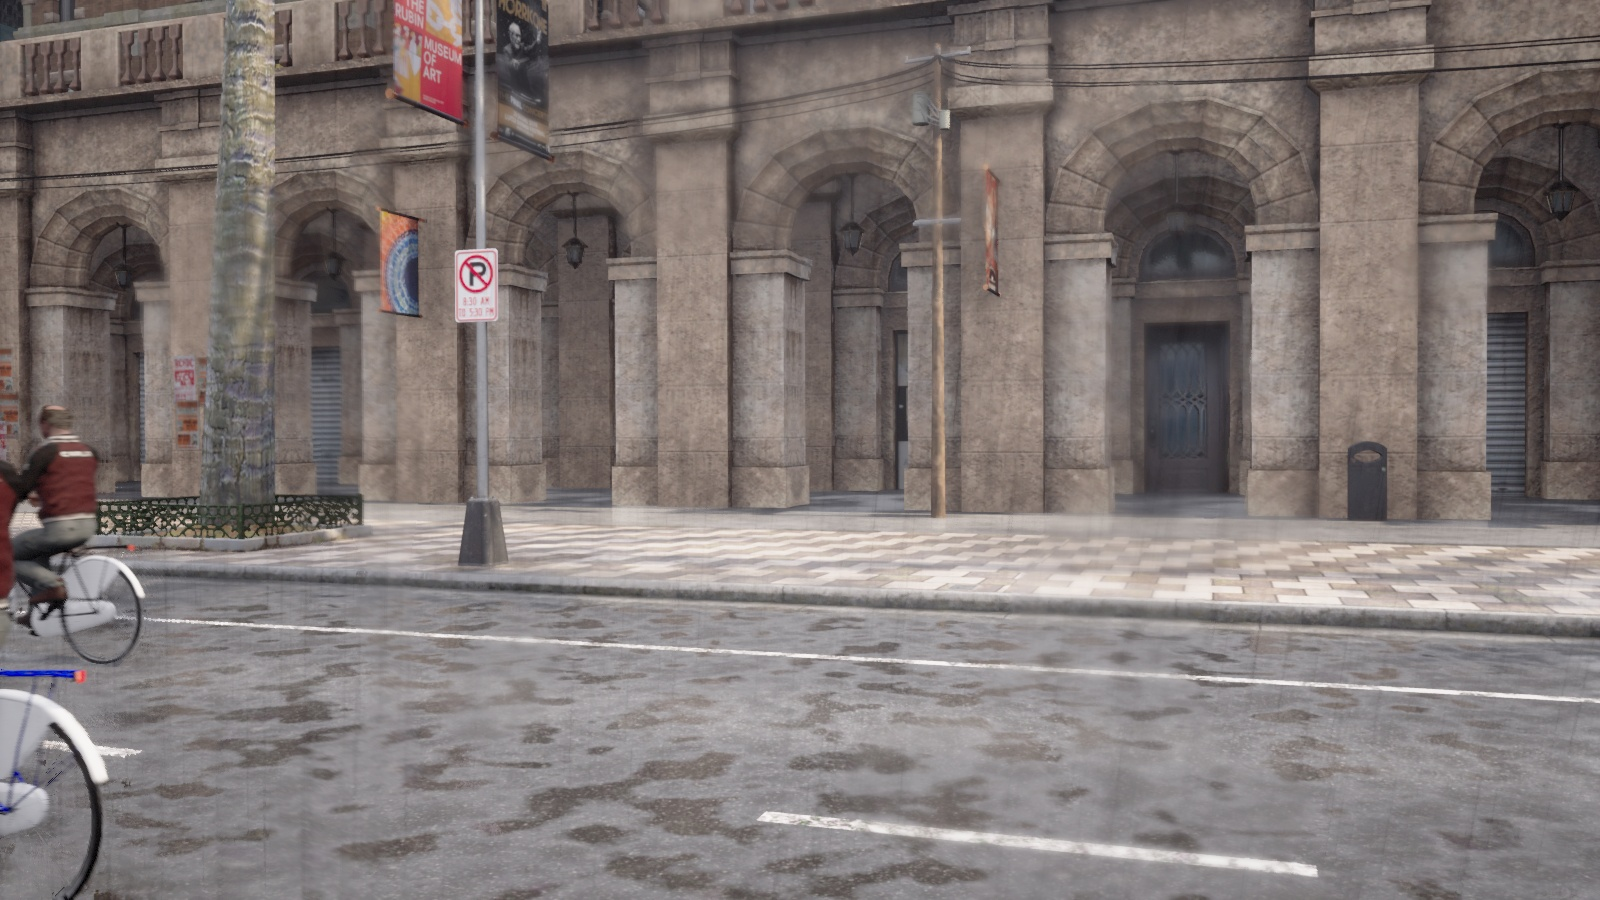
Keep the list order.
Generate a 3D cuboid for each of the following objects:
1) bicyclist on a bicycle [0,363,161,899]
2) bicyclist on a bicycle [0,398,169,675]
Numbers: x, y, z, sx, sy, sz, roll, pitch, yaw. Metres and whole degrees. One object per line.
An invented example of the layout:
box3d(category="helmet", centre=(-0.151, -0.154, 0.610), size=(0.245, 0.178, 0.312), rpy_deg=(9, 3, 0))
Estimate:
box3d(category="bicyclist on a bicycle", centre=(-3.149, 0.617, 4.239), size=(1.843, 1.776, 0.659), rpy_deg=(1, 1, 18))
box3d(category="bicyclist on a bicycle", centre=(-5.339, 0.539, 8.650), size=(1.843, 1.776, 0.659), rpy_deg=(1, 1, 18))
